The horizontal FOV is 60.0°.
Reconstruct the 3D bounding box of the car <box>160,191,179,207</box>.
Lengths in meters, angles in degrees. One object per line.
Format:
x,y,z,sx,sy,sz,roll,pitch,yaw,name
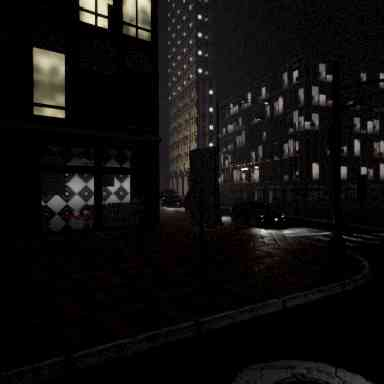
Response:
-2.416,1.036,40.672,1.837,1.490,4.892,-1,1,-18,car

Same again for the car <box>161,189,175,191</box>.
-4.068,0.537,54.633,2.150,2.045,5.566,-1,1,-18,car

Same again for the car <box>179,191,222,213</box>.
0.886,0.895,30.947,2.150,2.045,5.566,-1,1,-19,car

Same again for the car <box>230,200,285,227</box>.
4.094,1.315,21.545,1.837,1.490,4.892,-1,1,-19,car
